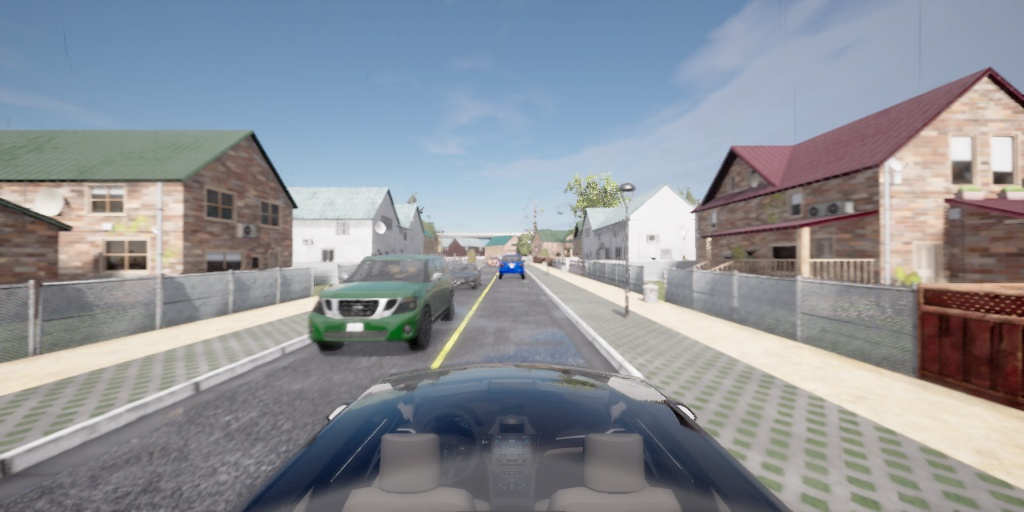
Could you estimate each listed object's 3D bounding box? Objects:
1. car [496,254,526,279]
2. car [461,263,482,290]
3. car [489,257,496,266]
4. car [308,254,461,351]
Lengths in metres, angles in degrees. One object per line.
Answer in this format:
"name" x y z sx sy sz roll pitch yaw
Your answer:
"car" -0.009 0.882 30.721 2.150 2.045 5.566 0 0 0
"car" -2.897 1.198 21.850 1.837 1.490 4.892 0 1 0
"car" -2.994 0.898 63.633 2.097 1.767 4.553 0 0 0
"car" -2.879 0.958 9.316 2.150 2.045 5.566 0 0 0
